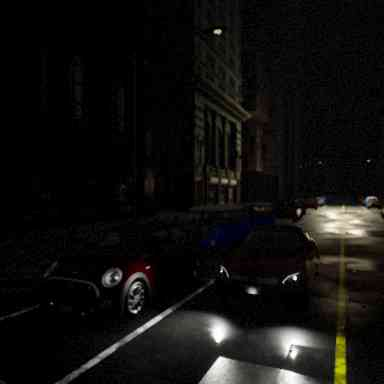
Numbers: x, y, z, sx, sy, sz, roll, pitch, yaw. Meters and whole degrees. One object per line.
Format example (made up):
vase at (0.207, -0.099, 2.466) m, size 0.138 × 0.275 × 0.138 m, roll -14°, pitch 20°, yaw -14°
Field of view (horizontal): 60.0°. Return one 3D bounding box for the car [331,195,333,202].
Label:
car at (33.801, 1.915, 84.382) m, size 2.192 × 1.841 × 5.009 m, roll 0°, pitch 0°, yaw 25°

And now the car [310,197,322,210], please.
car at (17.412, 1.867, 48.489) m, size 1.887 × 1.381 × 4.507 m, roll 0°, pitch 0°, yaw 25°

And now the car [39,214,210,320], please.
car at (-1.317, 1.475, 7.473) m, size 1.967 × 1.590 × 4.097 m, roll 0°, pitch 0°, yaw 25°

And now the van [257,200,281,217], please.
van at (3.365, 1.444, 17.727) m, size 1.690 × 1.788 × 3.998 m, roll 0°, pitch 0°, yaw 25°

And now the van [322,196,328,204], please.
van at (26.777, 1.822, 69.000) m, size 1.690 × 1.788 × 3.998 m, roll 0°, pitch 0°, yaw 25°

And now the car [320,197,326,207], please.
car at (22.094, 1.967, 58.744) m, size 1.947 × 1.339 × 4.313 m, roll 0°, pitch 0°, yaw 25°

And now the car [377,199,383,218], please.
car at (18.149, 1.529, 29.581) m, size 2.192 × 1.841 × 5.009 m, roll 0°, pitch 0°, yaw 25°

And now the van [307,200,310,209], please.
van at (10.388, 1.551, 33.108) m, size 1.690 × 1.788 × 3.998 m, roll 0°, pitch 0°, yaw 25°

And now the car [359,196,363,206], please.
car at (34.537, 1.925, 65.469) m, size 1.967 × 1.590 × 4.097 m, roll 0°, pitch 0°, yaw 25°

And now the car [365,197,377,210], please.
car at (27.584, 1.892, 50.242) m, size 1.752 × 1.417 × 4.829 m, roll 0°, pitch 0°, yaw 25°

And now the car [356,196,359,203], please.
car at (39.219, 2.115, 75.722) m, size 2.008 × 1.369 × 4.403 m, roll 0°, pitch 0°, yaw 25°

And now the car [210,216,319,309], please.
car at (2.090, 1.575, 8.279) m, size 1.812 × 1.442 × 4.674 m, roll 0°, pitch 0°, yaw 25°

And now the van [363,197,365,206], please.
van at (29.854, 1.746, 55.216) m, size 1.690 × 1.788 × 3.998 m, roll 0°, pitch 0°, yaw 25°

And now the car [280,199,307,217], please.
car at (8.047, 1.489, 27.982) m, size 2.192 × 1.841 × 5.009 m, roll 0°, pitch 0°, yaw 25°

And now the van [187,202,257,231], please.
van at (1.024, 1.410, 12.600) m, size 1.690 × 1.788 × 3.998 m, roll 0°, pitch 0°, yaw 25°

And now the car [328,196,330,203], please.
car at (29.118, 2.086, 74.126) m, size 1.947 × 1.339 × 4.313 m, roll 0°, pitch 0°, yaw 25°
